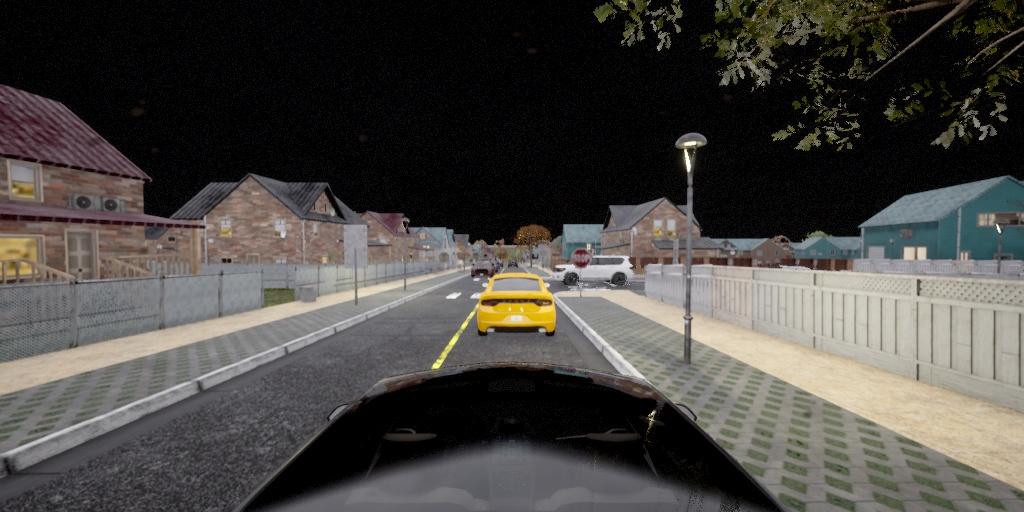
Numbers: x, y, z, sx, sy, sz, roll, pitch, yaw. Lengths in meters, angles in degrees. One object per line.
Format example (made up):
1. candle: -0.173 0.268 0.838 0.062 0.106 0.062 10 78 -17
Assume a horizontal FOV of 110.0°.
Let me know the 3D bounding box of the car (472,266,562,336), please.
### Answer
1. car: 0.121 1.222 10.387 1.882 1.535 5.008 0 0 0

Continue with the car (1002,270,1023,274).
1. car: 30.057 1.528 20.936 4.181 1.385 1.994 1 2 18

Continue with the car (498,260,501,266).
1. car: -2.798 1.172 45.474 2.097 1.767 4.553 0 0 0

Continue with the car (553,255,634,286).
1. car: 5.594 0.955 24.970 5.566 2.045 2.150 0 2 -3

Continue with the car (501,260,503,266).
1. car: -2.783 1.425 55.866 2.033 1.411 5.357 0 0 0

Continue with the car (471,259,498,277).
1. car: -2.811 1.134 35.510 2.097 1.767 4.553 0 0 0

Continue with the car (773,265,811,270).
1. car: 18.124 1.356 23.843 4.674 1.442 1.812 1 2 10
